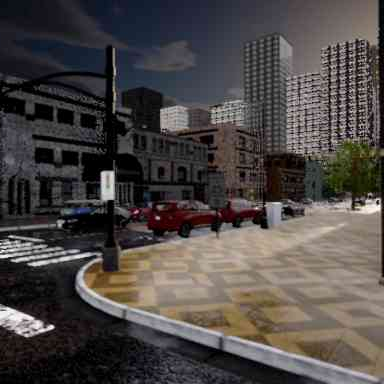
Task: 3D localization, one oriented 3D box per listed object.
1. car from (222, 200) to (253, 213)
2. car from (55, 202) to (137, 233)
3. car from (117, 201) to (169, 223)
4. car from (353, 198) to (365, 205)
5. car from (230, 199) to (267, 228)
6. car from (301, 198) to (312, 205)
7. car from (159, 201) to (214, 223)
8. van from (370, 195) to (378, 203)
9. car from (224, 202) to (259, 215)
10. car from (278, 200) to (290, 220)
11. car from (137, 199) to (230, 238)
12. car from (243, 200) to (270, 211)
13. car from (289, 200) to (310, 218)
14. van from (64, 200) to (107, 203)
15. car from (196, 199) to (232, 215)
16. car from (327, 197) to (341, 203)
[{"bbox_3d":[5.667,1.729,40.970,2.008,1.369,4.403,-1,-1,35],"label":"car"},{"bbox_3d":[-5.855,1.572,20.257,2.128,1.511,4.902,0,0,35],"label":"car"},{"bbox_3d":[-3.925,1.559,27.456,1.967,1.590,4.097,-1,-1,35],"label":"car"},{"bbox_3d":[31.686,1.817,63.151,2.008,1.369,4.403,-1,-1,35],"label":"car"},{"bbox_3d":[2.910,1.383,22.610,2.192,1.841,5.009,-1,-1,35],"label":"car"},{"bbox_3d":[21.653,1.844,63.495,2.008,1.369,4.403,-1,-1,35],"label":"car"},{"bbox_3d":[-0.375,1.603,27.980,2.128,1.511,4.902,0,0,35],"label":"car"},{"bbox_3d":[44.473,1.710,81.174,1.690,1.788,3.998,-1,-1,35],"label":"van"},{"bbox_3d":[5.486,1.748,36.222,1.895,1.301,4.718,0,0,35],"label":"car"},{"bbox_3d":[6.108,1.632,27.113,1.887,1.381,4.507,-1,-1,35],"label":"car"},{"bbox_3d":[-0.288,1.365,18.105,2.192,1.841,5.009,-1,-1,35],"label":"car"},{"bbox_3d":[8.864,1.750,45.475,2.008,1.369,4.403,-1,-1,35],"label":"car"},{"bbox_3d":[9.306,1.673,31.618,1.947,1.339,4.313,-1,-1,35],"label":"car"},{"bbox_3d":[-7.122,1.442,22.953,1.690,1.788,3.998,-1,-1,35],"label":"van"},{"bbox_3d":[2.470,1.597,36.467,1.967,1.590,4.097,-1,-1,35],"label":"car"},{"bbox_3d":[34.441,1.944,81.514,2.008,1.369,4.403,-1,-1,35],"label":"car"}]
